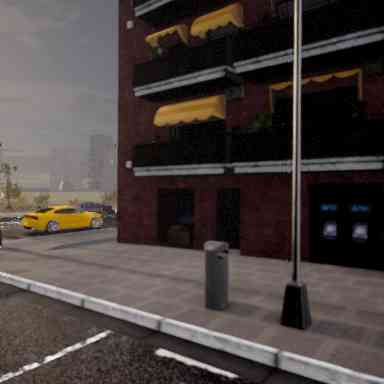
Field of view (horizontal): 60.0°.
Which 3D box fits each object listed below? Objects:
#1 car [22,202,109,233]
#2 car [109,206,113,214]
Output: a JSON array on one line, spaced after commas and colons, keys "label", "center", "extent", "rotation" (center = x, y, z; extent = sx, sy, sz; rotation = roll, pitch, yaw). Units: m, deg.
[{"label": "car", "center": [-8.004, 1.624, 20.956], "extent": [1.882, 1.535, 5.008], "rotation": [1, 0, 36]}, {"label": "car", "center": [-9.618, 1.622, 29.954], "extent": [2.033, 1.411, 5.357], "rotation": [1, 0, 36]}]
